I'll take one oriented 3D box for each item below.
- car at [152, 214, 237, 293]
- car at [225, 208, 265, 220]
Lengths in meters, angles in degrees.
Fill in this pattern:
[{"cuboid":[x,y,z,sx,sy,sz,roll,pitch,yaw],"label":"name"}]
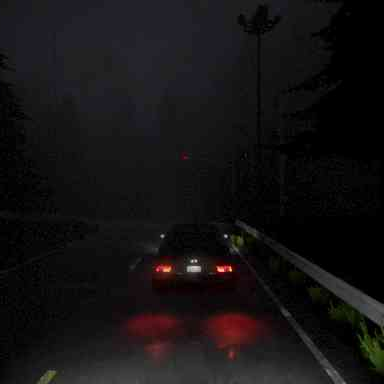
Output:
[{"cuboid":[0.055,1.547,8.985,2.033,1.411,5.357,0,0,0],"label":"car"},{"cuboid":[4.503,2.075,28.755,4.181,1.385,1.994,1,-3,-18],"label":"car"}]
